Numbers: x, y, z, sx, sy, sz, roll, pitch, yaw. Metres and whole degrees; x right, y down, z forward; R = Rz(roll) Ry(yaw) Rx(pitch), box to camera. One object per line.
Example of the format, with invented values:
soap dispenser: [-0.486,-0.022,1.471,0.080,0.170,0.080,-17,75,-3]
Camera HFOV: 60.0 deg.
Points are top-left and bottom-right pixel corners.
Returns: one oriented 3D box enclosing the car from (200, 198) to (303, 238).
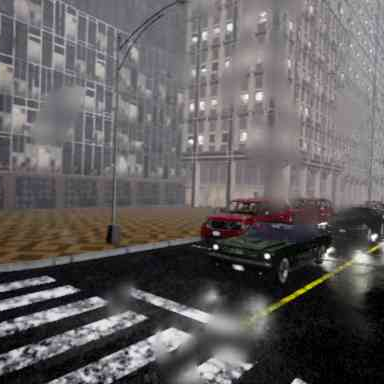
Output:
car: [2.475,1.195,13.887,2.192,1.841,5.009,3,1,39]

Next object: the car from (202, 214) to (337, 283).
car: [2.510,1.557,9.829,1.895,1.301,4.718,3,1,39]

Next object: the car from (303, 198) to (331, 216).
car: [6.488,1.262,18.784,2.192,1.841,5.009,3,1,39]

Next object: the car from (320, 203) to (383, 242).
car: [8.490,1.532,17.145,1.882,1.535,5.008,3,1,39]

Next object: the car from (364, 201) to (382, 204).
car: [14.485,1.645,24.452,2.128,1.511,4.902,3,1,39]
